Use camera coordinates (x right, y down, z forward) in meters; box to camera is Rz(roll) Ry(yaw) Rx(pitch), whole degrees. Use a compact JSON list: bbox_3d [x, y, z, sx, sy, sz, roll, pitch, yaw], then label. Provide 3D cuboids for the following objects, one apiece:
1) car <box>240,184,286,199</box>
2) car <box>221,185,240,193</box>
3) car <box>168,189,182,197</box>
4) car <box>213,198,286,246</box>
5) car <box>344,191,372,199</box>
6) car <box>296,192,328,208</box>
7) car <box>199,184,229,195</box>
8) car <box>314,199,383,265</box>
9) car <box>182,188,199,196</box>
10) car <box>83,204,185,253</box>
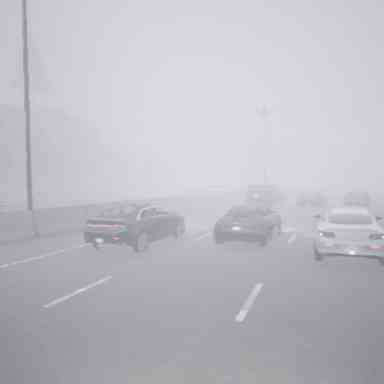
[{"bbox_3d":[6.478,0.340,29.024,2.150,2.045,5.566,0,2,30],"label":"car"},{"bbox_3d":[6.747,0.093,48.623,2.128,1.511,4.902,0,2,37],"label":"car"},{"bbox_3d":[-1.644,0.144,54.936,2.033,1.411,5.357,0,2,37],"label":"car"},{"bbox_3d":[2.346,1.167,13.313,1.994,1.385,4.181,0,2,24],"label":"car"},{"bbox_3d":[13.594,0.605,27.332,2.033,1.411,5.357,0,2,31],"label":"car"},{"bbox_3d":[10.522,0.661,28.969,1.895,1.301,4.718,0,2,31],"label":"car"},{"bbox_3d":[3.927,-0.208,50.695,2.150,2.045,5.566,0,2,37],"label":"car"},{"bbox_3d":[4.844,1.171,10.339,1.812,1.442,4.674,0,2,23],"label":"car"},{"bbox_3d":[1.152,0.091,52.831,2.128,1.511,4.902,0,2,37],"label":"car"},{"bbox_3d":[-1.883,1.183,12.362,2.128,1.511,4.902,0,2,23],"label":"car"}]
